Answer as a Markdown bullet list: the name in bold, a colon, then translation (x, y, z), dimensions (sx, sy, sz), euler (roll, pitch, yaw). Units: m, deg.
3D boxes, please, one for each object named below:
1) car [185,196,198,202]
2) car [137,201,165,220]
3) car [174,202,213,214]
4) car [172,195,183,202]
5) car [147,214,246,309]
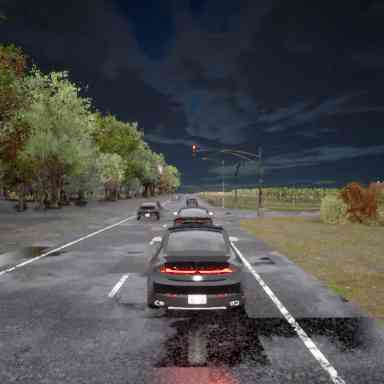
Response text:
- **car**: translation (-0.016, 1.510, 55.973), dimensions (1.837, 1.490, 4.892), euler (-1, 0, -1)
- **car**: translation (-3.465, 1.513, 28.292), dimensions (1.837, 1.490, 4.892), euler (0, 1, 0)
- **car**: translation (0.063, 1.482, 17.100), dimensions (1.882, 1.535, 5.008), euler (0, 0, 0)
- **car**: translation (-3.685, 1.526, 79.130), dimensions (2.128, 1.511, 4.902), euler (0, 0, 0)
- **car**: translation (0.081, 1.507, 7.855), dimensions (1.837, 1.490, 4.892), euler (0, 0, 0)
